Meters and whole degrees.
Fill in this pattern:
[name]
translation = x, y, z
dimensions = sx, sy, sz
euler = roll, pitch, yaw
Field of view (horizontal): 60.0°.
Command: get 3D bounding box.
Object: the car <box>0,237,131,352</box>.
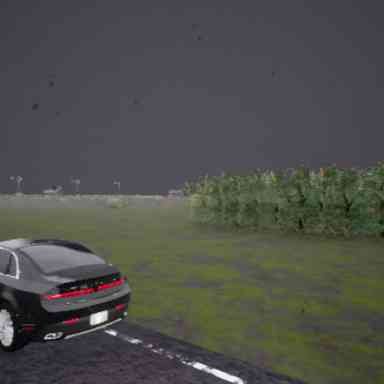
[car]
translation = -3.260, 1.659, 6.510
dimensions = 4.892, 1.490, 1.837
euler = -1, -2, 39
